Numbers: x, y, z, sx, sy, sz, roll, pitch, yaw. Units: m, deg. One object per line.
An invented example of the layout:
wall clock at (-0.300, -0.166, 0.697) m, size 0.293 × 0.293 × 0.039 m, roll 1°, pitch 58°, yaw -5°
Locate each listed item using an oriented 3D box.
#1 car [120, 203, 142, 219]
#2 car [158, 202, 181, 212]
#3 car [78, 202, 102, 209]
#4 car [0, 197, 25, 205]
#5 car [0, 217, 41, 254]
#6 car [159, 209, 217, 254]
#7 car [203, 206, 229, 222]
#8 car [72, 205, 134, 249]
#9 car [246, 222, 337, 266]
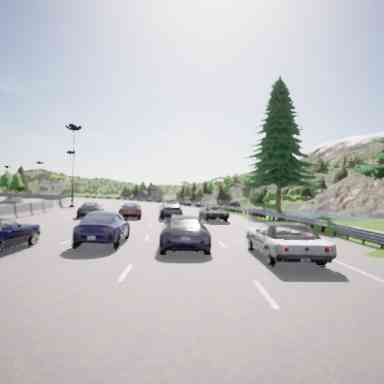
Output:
car at (-5.546, 1.650, 30.088) m, size 1.994 × 1.385 × 4.181 m, roll 1°, pitch 0°, yaw -8°
car at (-1.939, 1.645, 29.628) m, size 2.128 × 1.511 × 4.902 m, roll 1°, pitch 0°, yaw -8°
car at (-9.065, 1.582, 29.927) m, size 1.994 × 1.385 × 4.181 m, roll 1°, pitch 0°, yaw -9°
car at (-22.253, 1.329, 41.394) m, size 2.128 × 1.511 × 4.902 m, roll 1°, pitch 0°, yaw -14°
car at (-7.228, 1.540, 11.995) m, size 1.895 × 1.301 × 4.718 m, roll 1°, pitch 0°, yaw -2°
car at (-0.316, 1.647, 13.877) m, size 1.994 × 1.385 × 4.181 m, roll 1°, pitch 0°, yaw -3°
car at (1.758, 1.816, 28.456) m, size 1.895 × 1.301 × 4.718 m, roll 1°, pitch 0°, yaw -8°
car at (-3.857, 1.545, 14.610) m, size 1.812 × 1.442 × 4.674 m, roll 1°, pitch 0°, yaw -3°
car at (3.273, 1.741, 12.055) m, size 1.895 × 1.301 × 4.718 m, roll 1°, pitch 0°, yaw -2°
